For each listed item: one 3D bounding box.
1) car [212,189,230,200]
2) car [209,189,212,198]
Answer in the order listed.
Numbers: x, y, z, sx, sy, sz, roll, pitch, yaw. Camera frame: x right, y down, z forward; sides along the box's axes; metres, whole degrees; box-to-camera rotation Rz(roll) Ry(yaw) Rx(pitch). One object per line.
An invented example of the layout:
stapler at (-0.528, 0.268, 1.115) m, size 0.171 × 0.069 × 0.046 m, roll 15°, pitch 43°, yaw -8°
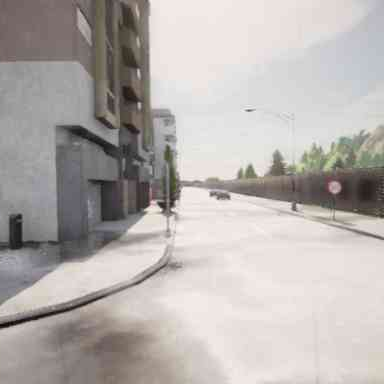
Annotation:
car at (4.350, 0.406, 47.882) m, size 1.812 × 1.442 × 4.674 m, roll -1°, pitch 1°, yaw -2°
car at (3.961, 0.184, 58.248) m, size 1.812 × 1.442 × 4.674 m, roll -1°, pitch 1°, yaw -2°
